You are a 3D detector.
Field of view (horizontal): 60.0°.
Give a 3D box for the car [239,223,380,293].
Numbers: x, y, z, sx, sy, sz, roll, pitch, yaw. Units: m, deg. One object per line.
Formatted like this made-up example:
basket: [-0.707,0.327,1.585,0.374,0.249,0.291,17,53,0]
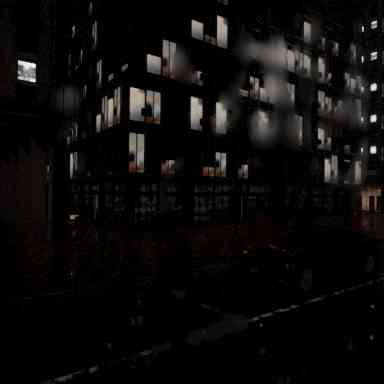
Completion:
car: [3.239,1.546,8.861,4.507,1.381,1.887,0,1,-36]
